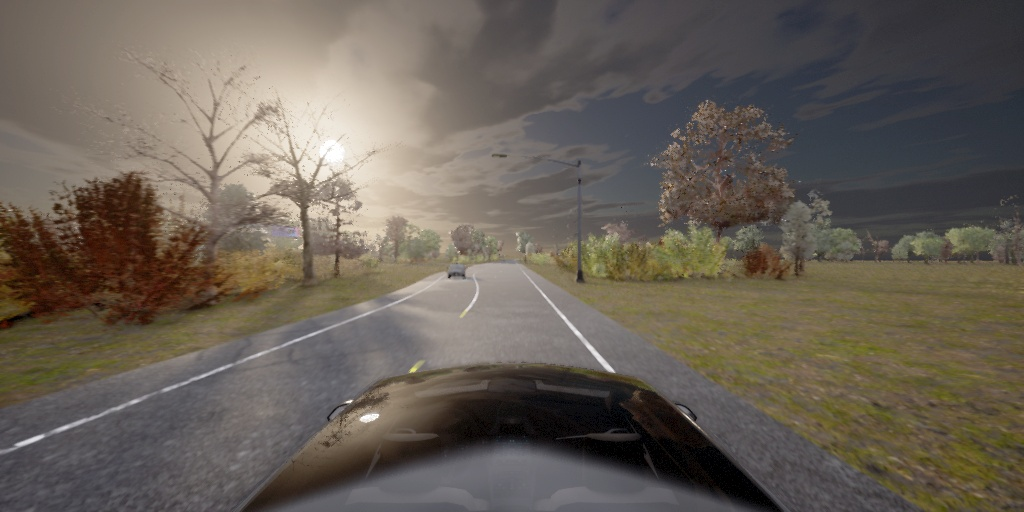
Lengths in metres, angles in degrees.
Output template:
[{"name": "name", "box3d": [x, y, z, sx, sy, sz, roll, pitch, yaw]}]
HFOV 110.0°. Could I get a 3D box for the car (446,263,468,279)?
[{"name": "car", "box3d": [-5.640, 1.543, 36.929, 1.837, 1.490, 4.892, 0, 0, -7]}]
